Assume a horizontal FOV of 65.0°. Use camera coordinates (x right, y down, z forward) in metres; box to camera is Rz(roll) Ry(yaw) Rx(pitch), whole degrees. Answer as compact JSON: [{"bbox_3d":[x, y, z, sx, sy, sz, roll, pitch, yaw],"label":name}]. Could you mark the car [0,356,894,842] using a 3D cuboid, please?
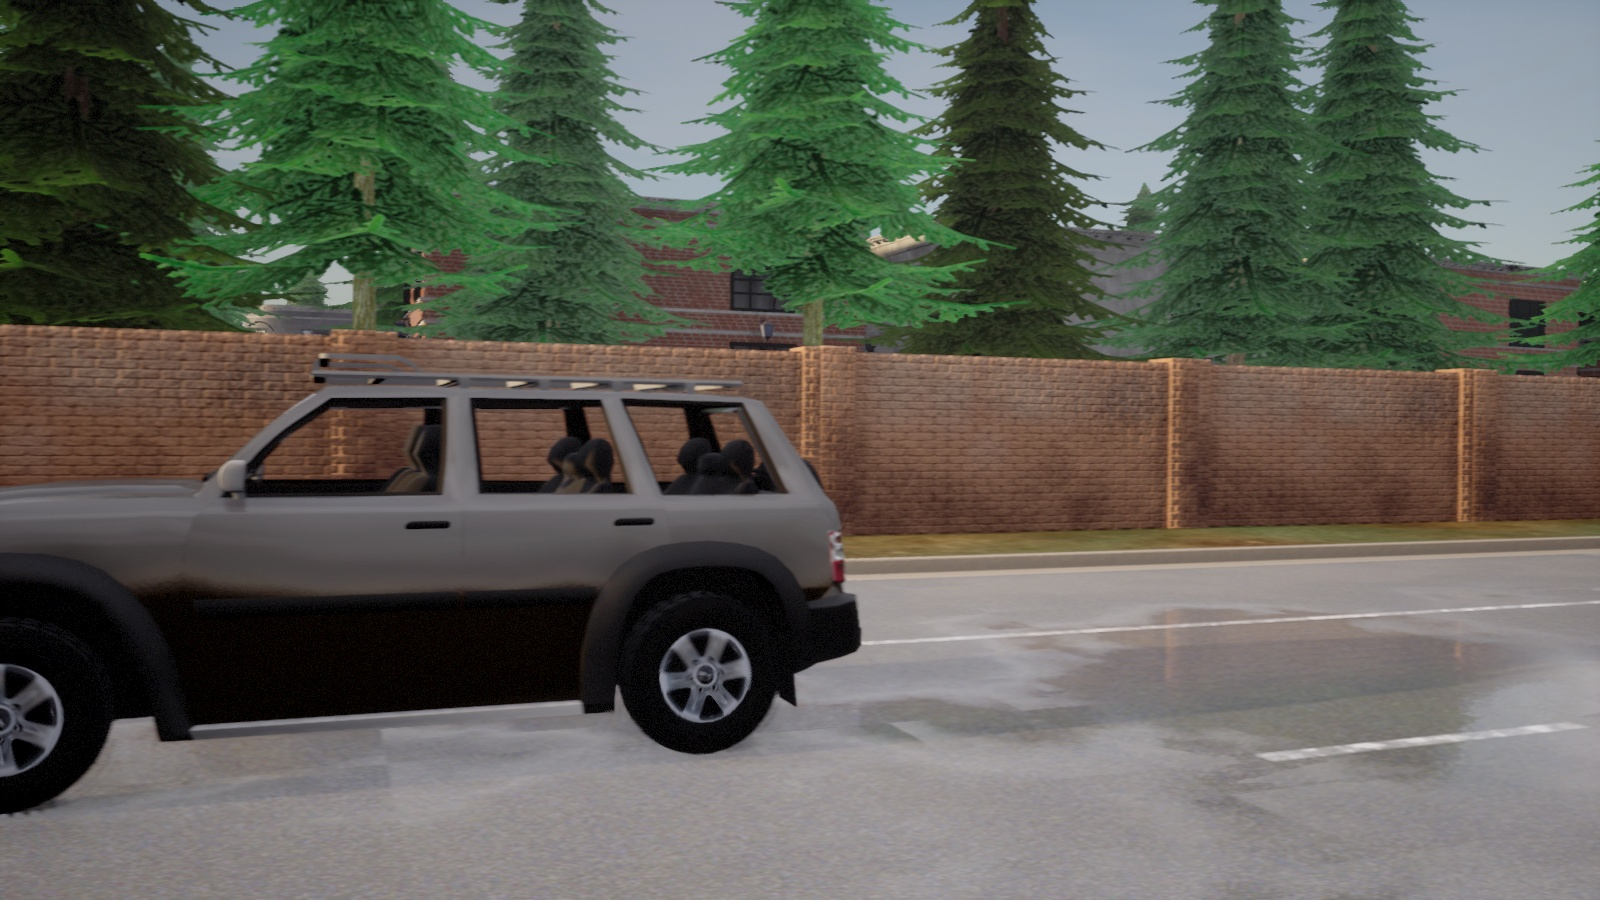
[{"bbox_3d":[-2.048,0.535,6.204,4.605,1.855,1.932,-1,1,-21],"label":"car"}]
